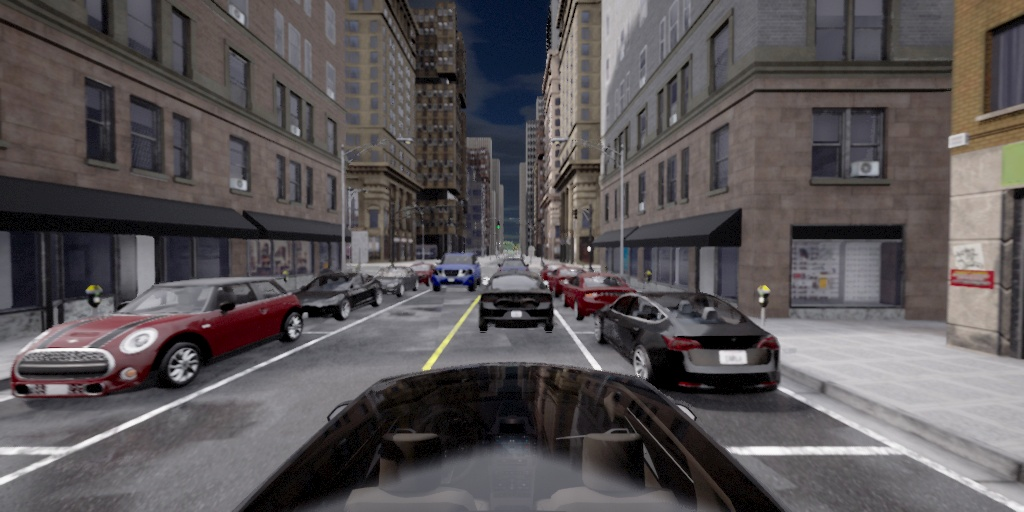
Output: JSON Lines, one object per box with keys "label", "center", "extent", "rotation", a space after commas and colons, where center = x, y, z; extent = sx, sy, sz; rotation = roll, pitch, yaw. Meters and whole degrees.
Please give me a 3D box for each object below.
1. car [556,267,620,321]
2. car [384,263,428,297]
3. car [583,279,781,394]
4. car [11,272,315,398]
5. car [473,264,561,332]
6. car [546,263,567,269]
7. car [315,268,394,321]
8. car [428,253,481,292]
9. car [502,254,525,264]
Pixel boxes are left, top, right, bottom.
{"label": "car", "center": [2.761, 1.218, 12.047], "extent": [1.888, 1.381, 4.507], "rotation": [0, 0, 0]}
{"label": "car", "center": [-5.766, 1.182, 17.551], "extent": [2.007, 1.370, 4.403], "rotation": [0, 0, 0]}
{"label": "car", "center": [2.761, 1.279, 6.542], "extent": [1.948, 1.339, 4.313], "rotation": [0, 0, 0]}
{"label": "car", "center": [-5.765, 1.153, 6.541], "extent": [1.967, 1.591, 4.097], "rotation": [0, 0, 0]}
{"label": "car", "center": [0.101, 1.161, 10.644], "extent": [1.882, 1.535, 5.008], "rotation": [0, 0, 0]}
{"label": "car", "center": [2.760, 1.177, 17.552], "extent": [1.888, 1.381, 4.507], "rotation": [0, 0, 0]}
{"label": "car", "center": [-5.765, 1.238, 12.047], "extent": [1.948, 1.339, 4.313], "rotation": [0, 0, 0]}
{"label": "car", "center": [-3.003, 0.816, 20.509], "extent": [2.150, 2.045, 5.566], "rotation": [0, 0, 0]}
{"label": "car", "center": [0.099, 0.935, 24.179], "extent": [2.097, 1.767, 4.553], "rotation": [0, 0, 0]}
